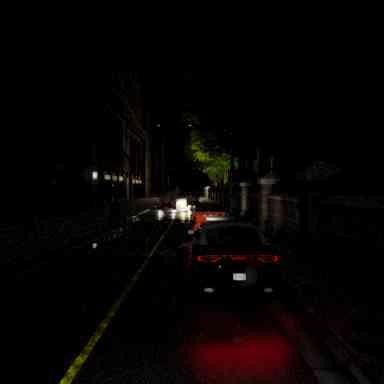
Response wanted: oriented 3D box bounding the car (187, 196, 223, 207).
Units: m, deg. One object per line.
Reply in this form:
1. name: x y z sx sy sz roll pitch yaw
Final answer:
1. car: 0.939 1.328 18.821 2.097 1.767 4.553 0 0 0

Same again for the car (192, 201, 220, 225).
1. car: 0.952 1.467 24.852 1.837 1.490 4.892 0 0 0

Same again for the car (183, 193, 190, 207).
1. car: 0.126 1.352 47.818 2.128 1.511 4.902 0 0 1

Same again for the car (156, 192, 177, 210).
1. car: -3.011 1.254 40.935 2.097 1.767 4.553 0 0 0

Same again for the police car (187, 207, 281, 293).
1. police car: 0.918 1.420 8.962 1.930 1.638 5.238 0 0 0
